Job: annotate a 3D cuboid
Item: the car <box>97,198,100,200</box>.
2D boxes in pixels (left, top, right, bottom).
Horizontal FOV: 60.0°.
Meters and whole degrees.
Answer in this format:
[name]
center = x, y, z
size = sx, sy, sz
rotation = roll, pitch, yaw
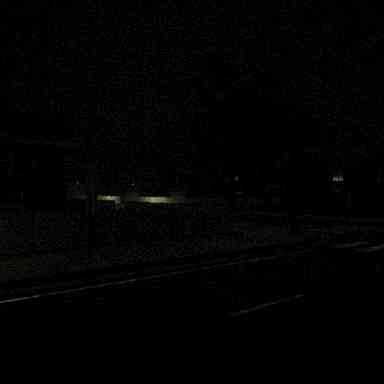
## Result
[car]
center = -16.039, 1.653, 54.243
size = 1.994, 1.385, 4.181
rotation = 0, 0, -35
